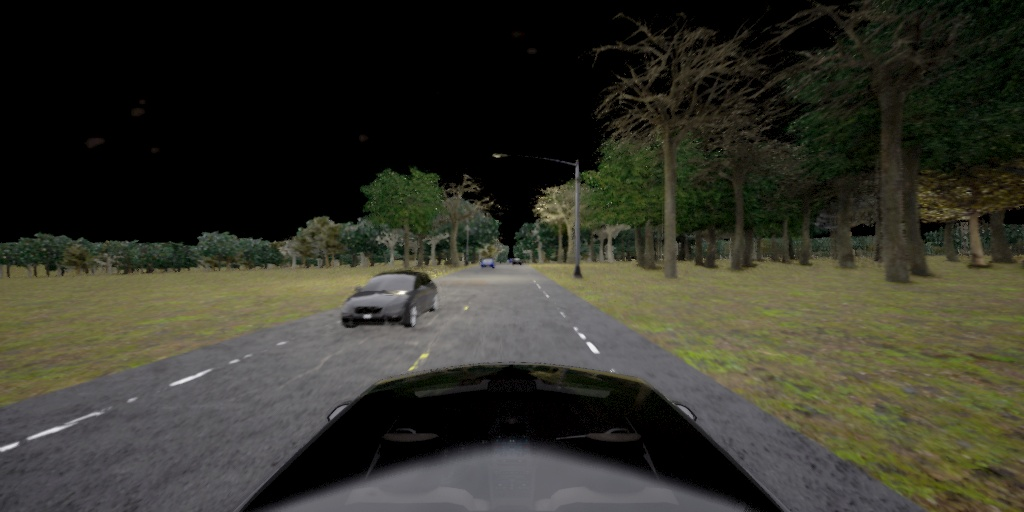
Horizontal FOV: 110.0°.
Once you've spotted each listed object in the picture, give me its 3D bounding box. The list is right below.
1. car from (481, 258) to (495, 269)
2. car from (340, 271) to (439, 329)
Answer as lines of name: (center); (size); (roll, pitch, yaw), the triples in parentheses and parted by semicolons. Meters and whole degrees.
car: (-3.534, 1.136, 52.856); (1.882, 1.535, 5.008); (0, 0, 1)
car: (-3.592, 1.253, 11.346); (1.837, 1.490, 4.892); (0, 0, 0)
